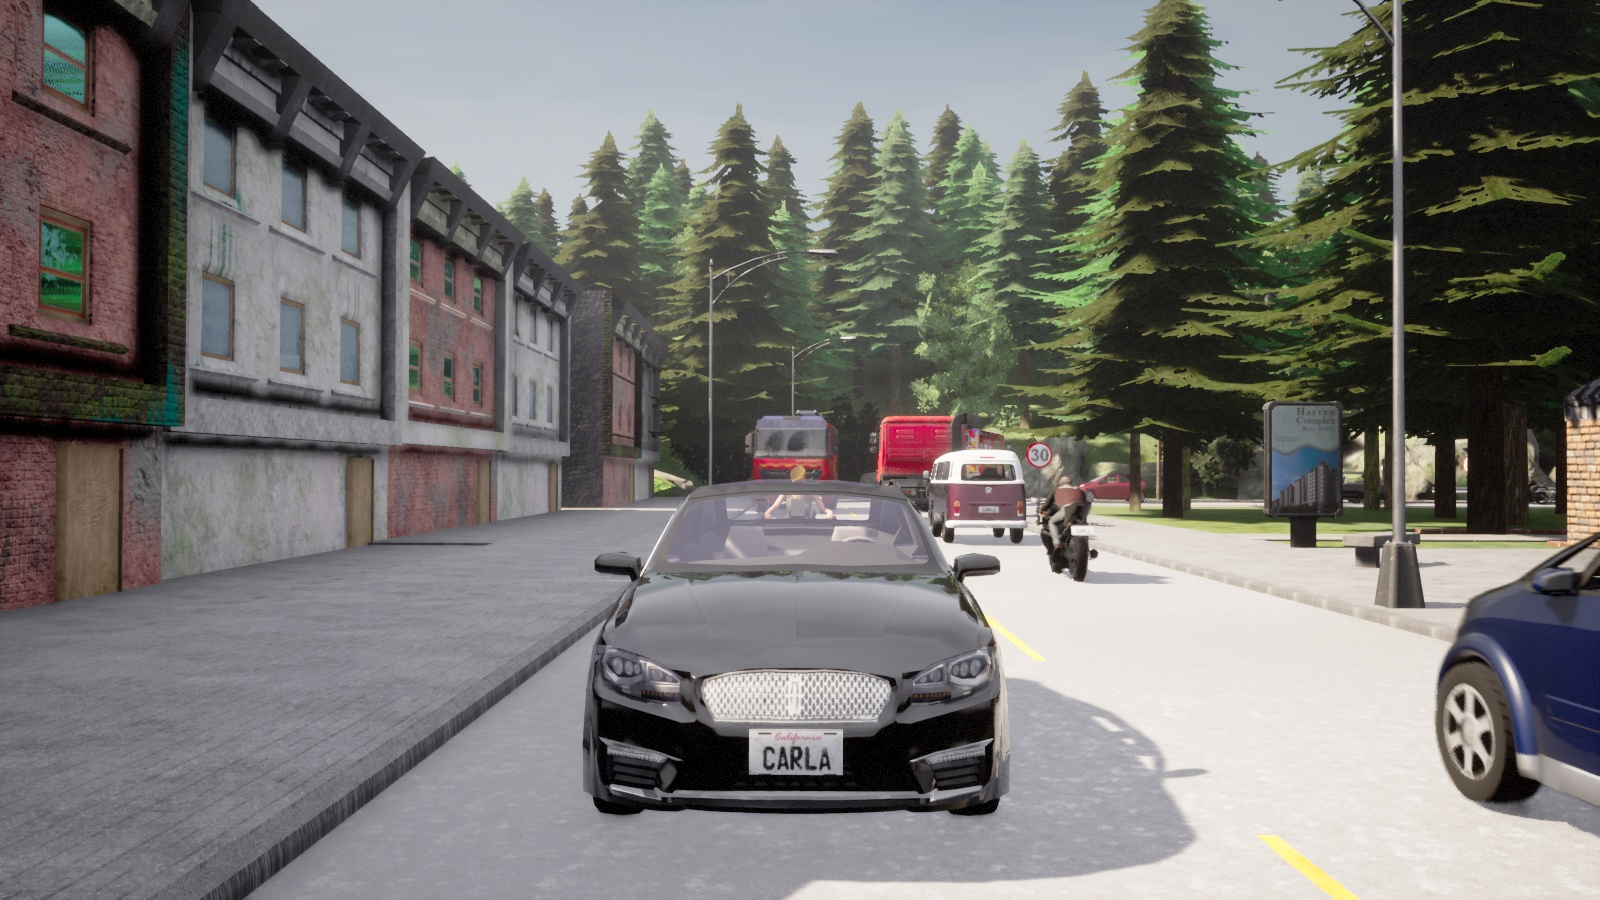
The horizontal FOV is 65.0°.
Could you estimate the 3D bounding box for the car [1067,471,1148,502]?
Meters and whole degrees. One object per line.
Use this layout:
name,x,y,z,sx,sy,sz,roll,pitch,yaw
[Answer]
car,15.470,1.828,63.310,3.633,1.501,1.845,0,-1,0

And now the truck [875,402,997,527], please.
truck,4.011,0.466,38.741,2.891,3.462,7.936,0,-1,0

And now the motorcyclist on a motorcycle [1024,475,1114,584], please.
motorcyclist on a motorcycle,3.999,1.150,18.863,0.866,1.530,2.191,0,-1,0

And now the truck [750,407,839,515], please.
truck,-0.064,0.464,48.566,2.891,3.827,8.468,0,-1,4

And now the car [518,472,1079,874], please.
car,-0.007,0.892,7.230,2.128,1.511,4.902,0,-1,0

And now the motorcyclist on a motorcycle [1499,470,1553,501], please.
motorcyclist on a motorcycle,36.666,1.765,63.422,2.191,1.530,0.866,-1,-1,0

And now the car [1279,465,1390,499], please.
car,26.921,1.614,63.375,4.611,1.667,2.242,0,-1,0

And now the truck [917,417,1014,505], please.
truck,7.883,0.594,58.946,2.891,3.827,8.468,-1,-2,18

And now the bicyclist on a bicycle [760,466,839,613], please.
bicyclist on a bicycle,-0.005,0.996,14.605,0.866,1.612,1.509,0,-1,0

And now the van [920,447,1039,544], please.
van,4.006,1.003,28.737,2.069,2.038,4.480,0,-1,0

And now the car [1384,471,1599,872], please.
car,3.994,0.858,4.794,1.789,1.549,3.705,0,-1,0
